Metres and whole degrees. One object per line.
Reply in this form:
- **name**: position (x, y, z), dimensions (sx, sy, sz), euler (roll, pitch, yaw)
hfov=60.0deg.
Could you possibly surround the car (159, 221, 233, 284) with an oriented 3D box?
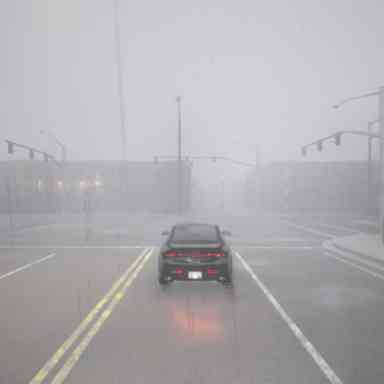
- **car**: position (0.126, 1.623, 9.896), dimensions (1.837, 1.490, 4.892), euler (0, 0, 1)

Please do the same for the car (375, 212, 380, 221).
- **car**: position (18.050, 1.853, 28.216), dimensions (4.674, 1.442, 1.812), euler (0, -1, -2)
